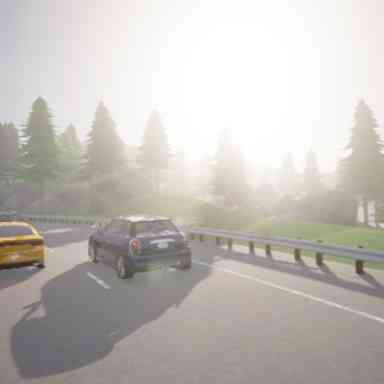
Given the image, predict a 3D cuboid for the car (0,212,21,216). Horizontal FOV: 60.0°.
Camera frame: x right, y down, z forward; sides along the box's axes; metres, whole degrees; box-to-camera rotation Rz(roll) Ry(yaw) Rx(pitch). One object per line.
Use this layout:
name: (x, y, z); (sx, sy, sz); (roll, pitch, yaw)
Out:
car: (-15.236, 2.327, 27.645); (4.181, 1.385, 1.994); (-2, -1, 45)

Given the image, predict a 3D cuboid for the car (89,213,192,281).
car: (-1.895, 1.543, 10.933); (2.097, 1.767, 4.553); (-1, -1, -31)

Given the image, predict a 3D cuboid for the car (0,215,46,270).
car: (-6.513, 1.804, 11.740); (1.882, 1.535, 5.008); (-1, -1, -34)
